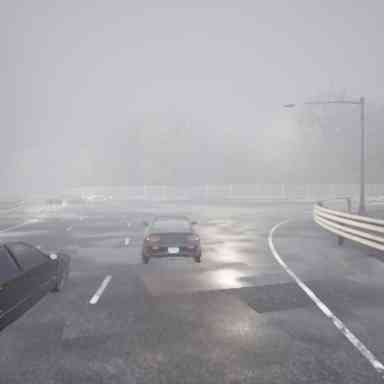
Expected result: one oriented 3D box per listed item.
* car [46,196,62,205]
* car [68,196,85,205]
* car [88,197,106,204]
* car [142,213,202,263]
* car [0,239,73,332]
[{"bbox_3d":[-22.583,1.361,54.389,2.128,1.511,4.902,0,0,-34],"label":"car"},{"bbox_3d":[-19.599,1.415,56.218,1.994,1.385,4.181,0,0,-34],"label":"car"},{"bbox_3d":[-16.631,1.434,58.072,1.895,1.301,4.718,0,0,-34],"label":"car"},{"bbox_3d":[-0.768,1.482,11.753,1.812,1.442,4.674,0,0,-6],"label":"car"},{"bbox_3d":[-3.706,1.538,5.736,2.033,1.411,5.357,0,0,-3],"label":"car"}]
